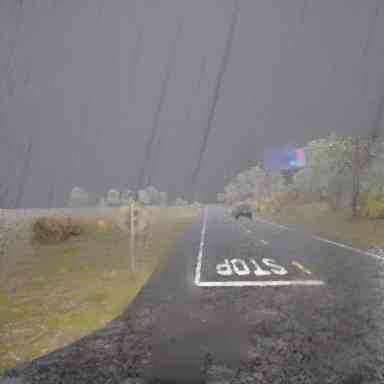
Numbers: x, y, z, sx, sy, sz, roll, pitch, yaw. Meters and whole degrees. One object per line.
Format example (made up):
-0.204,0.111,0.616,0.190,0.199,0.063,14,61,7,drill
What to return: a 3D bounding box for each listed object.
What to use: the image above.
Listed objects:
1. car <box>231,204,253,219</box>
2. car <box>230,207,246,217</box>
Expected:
7.153,2.715,46.591,2.150,2.045,5.566,-2,-2,3,car
7.556,3.285,55.261,2.128,1.511,4.902,-1,-2,3,car
